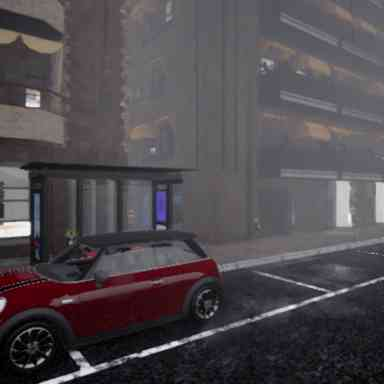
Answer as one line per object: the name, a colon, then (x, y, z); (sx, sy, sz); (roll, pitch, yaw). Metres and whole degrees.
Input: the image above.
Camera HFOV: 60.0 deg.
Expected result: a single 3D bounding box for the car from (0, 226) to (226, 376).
car: (-1.468, 1.439, 5.512); (4.097, 1.590, 1.967); (0, 0, -35)
